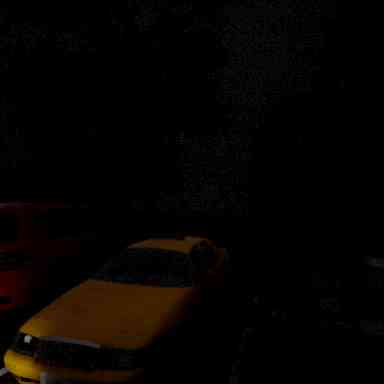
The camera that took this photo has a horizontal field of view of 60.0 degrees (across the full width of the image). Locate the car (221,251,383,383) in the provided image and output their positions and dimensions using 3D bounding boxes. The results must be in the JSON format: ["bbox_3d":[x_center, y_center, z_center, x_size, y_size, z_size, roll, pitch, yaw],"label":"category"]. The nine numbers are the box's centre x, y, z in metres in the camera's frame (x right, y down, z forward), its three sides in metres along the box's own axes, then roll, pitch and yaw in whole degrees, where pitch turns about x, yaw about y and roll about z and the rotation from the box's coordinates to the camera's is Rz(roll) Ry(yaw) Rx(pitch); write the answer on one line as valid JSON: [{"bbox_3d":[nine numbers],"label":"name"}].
[{"bbox_3d":[1.931,1.488,4.114,2.231,1.521,4.892,0,-1,16],"label":"car"}]

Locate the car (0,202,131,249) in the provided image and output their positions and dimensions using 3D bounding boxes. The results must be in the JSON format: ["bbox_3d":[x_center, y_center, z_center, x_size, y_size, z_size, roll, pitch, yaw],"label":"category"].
[{"bbox_3d":[-2.875,1.234,7.628,2.435,2.045,5.566,0,-1,16],"label":"car"}]

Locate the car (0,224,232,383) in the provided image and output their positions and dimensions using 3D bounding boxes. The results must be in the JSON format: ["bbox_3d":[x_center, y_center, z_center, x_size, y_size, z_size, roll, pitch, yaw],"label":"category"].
[{"bbox_3d":[-0.521,1.481,5.674,1.946,1.575,5.366,1,-1,16],"label":"car"}]
